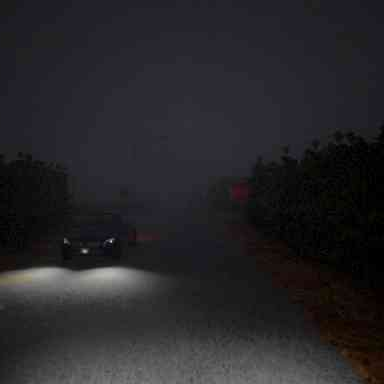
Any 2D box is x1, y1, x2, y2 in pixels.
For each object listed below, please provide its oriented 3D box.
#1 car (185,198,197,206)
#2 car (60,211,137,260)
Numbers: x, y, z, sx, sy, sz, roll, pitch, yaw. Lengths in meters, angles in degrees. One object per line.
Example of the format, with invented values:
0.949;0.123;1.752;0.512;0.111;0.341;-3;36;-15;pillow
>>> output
-0.112;1.817;59.898;1.837;1.490;4.892;0;0;0;car
-3.186;1.456;12.216;1.812;1.442;4.674;0;1;0;car
